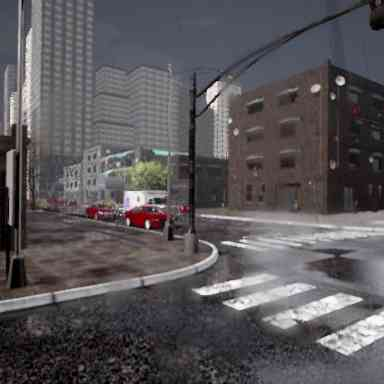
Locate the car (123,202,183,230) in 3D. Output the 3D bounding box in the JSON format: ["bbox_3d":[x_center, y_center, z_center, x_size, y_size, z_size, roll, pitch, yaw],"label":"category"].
[{"bbox_3d":[-2.775,1.566,21.297,1.887,1.381,4.507,0,-1,-35],"label":"car"}]

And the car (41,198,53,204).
[{"bbox_3d":[-37.370,2.308,85.611,1.752,1.417,4.829,0,-1,-35],"label":"car"}]

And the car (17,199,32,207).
[{"bbox_3d":[-31.456,2.028,62.534,1.947,1.339,4.313,0,-1,-35],"label":"car"}]

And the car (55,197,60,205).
[{"bbox_3d":[-27.759,2.212,71.869,1.802,1.307,4.206,0,-1,-35],"label":"car"}]

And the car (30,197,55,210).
[{"bbox_3d":[-22.071,1.840,49.009,1.752,1.417,4.829,0,-1,-35],"label":"car"}]

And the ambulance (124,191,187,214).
[{"bbox_3d":[-3.337,1.135,27.045,2.351,2.431,6.366,1,-1,-35],"label":"ambulance"}]

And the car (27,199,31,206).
[{"bbox_3d":[-28.467,1.960,58.247,1.887,1.381,4.507,0,-1,-35],"label":"car"}]

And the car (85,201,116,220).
[{"bbox_3d":[-7.934,1.680,28.673,1.802,1.307,4.206,0,-1,-35],"label":"car"}]

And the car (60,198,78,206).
[{"bbox_3d":[-24.589,2.020,67.335,1.967,1.590,4.097,0,-1,-35],"label":"car"}]

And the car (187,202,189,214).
[{"bbox_3d":[-1.485,1.669,34.527,1.967,1.590,4.097,0,-1,-35],"label":"car"}]
